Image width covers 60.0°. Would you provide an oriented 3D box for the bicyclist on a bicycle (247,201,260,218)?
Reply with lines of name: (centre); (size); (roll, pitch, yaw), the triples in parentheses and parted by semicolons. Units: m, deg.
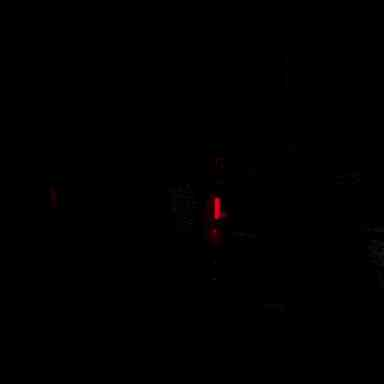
bicyclist on a bicycle: (5.753, 1.632, 30.932); (1.656, 1.620, 0.582); (1, 0, -36)
